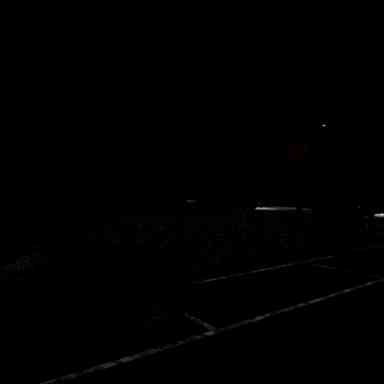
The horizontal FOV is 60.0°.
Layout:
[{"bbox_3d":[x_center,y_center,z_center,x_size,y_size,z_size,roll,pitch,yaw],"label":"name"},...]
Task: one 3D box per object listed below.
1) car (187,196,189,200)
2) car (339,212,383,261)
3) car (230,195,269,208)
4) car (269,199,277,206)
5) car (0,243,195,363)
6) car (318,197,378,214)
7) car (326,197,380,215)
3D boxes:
[{"bbox_3d":[-2.413,0.712,57.421,1.812,1.442,4.674,0,1,-35],"label":"car"},{"bbox_3d":[6.837,1.552,11.449,4.403,1.369,2.008,0,0,-35],"label":"car"},{"bbox_3d":[6.457,1.083,38.967,1.994,1.385,4.181,0,1,-35],"label":"car"},{"bbox_3d":[8.356,1.104,41.937,1.895,1.301,4.718,0,1,-35],"label":"car"},{"bbox_3d":[-2.061,1.545,5.172,4.507,1.381,1.887,0,0,-35],"label":"car"},{"bbox_3d":[13.176,1.216,29.380,2.128,1.511,4.902,0,1,-35],"label":"car"},{"bbox_3d":[15.388,1.282,31.892,1.994,1.385,4.181,0,1,-35],"label":"car"}]
